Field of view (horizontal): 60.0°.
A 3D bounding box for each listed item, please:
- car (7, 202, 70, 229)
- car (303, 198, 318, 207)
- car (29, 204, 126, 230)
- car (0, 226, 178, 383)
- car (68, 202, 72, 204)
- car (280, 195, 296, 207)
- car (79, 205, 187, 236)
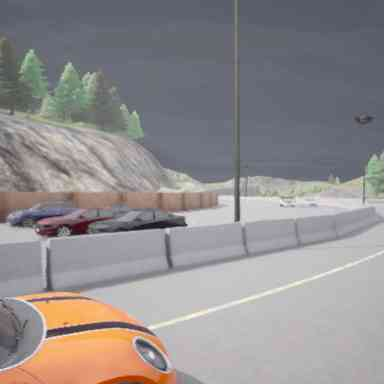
[{"bbox_3d":[-10.185,1.483,23.023,4.553,1.767,2.097,0,0,-42],"label":"car"},{"bbox_3d":[19.441,1.776,54.903,1.812,1.442,4.674,0,0,10],"label":"car"},{"bbox_3d":[-5.589,1.575,17.750,5.008,1.535,1.882,0,0,-42],"label":"car"},{"bbox_3d":[-2.316,1.370,2.337,4.553,1.767,2.097,0,0,-35],"label":"car"},{"bbox_3d":[-5.438,1.598,22.623,1.882,1.535,5.008,0,0,45],"label":"car"},{"bbox_3d":[15.988,1.566,55.482,2.150,2.045,5.566,0,0,10],"label":"car"},{"bbox_3d":[-2.462,1.560,15.872,5.008,1.535,1.882,0,0,-42],"label":"car"}]
